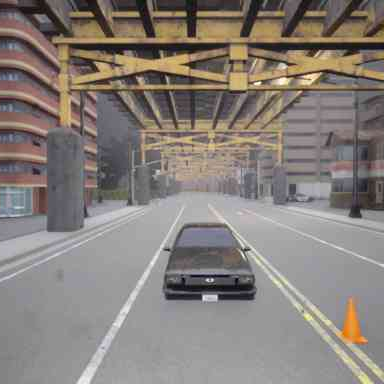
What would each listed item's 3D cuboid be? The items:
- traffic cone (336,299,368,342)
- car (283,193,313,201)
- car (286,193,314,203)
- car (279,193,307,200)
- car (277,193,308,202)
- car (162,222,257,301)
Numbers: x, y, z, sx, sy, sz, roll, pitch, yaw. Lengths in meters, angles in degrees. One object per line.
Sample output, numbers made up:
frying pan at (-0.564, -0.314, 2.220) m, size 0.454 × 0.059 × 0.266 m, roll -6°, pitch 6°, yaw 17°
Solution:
traffic cone at (2.454, 1.949, 5.118) m, size 0.340 × 0.580 × 0.340 m, roll 0°, pitch 0°, yaw 0°
car at (17.517, 0.848, 54.853) m, size 4.536 × 1.218 × 1.853 m, roll 0°, pitch 1°, yaw -20°
car at (17.469, 1.005, 54.837) m, size 4.974 × 1.542 × 2.038 m, roll 0°, pitch 1°, yaw -20°
car at (17.864, 0.801, 58.971) m, size 4.536 × 1.218 × 1.853 m, roll 0°, pitch 1°, yaw 25°
car at (17.817, 0.958, 58.994) m, size 4.974 × 1.542 × 2.038 m, roll 0°, pitch 1°, yaw 25°
car at (0.362, 1.533, 8.725) m, size 2.033 × 1.411 × 5.357 m, roll 0°, pitch 0°, yaw 1°
